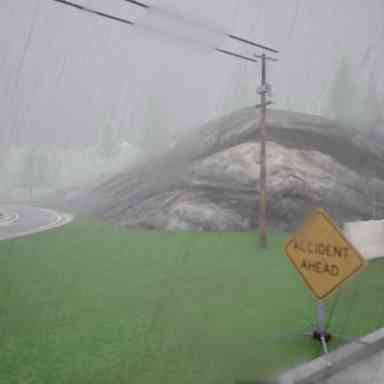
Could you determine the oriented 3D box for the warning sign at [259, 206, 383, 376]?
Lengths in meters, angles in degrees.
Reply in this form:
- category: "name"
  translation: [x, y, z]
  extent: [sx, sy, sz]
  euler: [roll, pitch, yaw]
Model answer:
- category: "warning sign"
  translation: [1.792, 1.152, 4.595]
  extent: [1.060, 1.860, 1.300]
  euler: [1, 0, -35]
